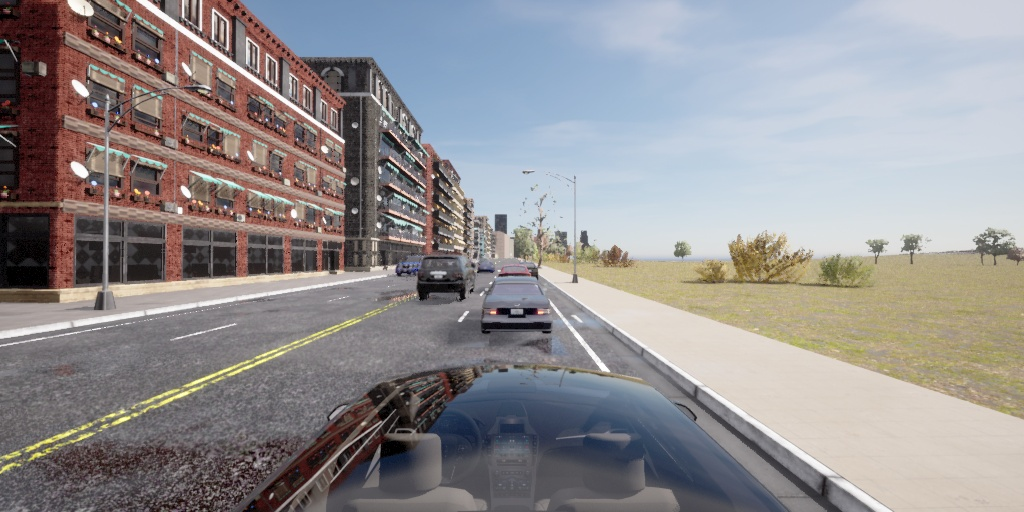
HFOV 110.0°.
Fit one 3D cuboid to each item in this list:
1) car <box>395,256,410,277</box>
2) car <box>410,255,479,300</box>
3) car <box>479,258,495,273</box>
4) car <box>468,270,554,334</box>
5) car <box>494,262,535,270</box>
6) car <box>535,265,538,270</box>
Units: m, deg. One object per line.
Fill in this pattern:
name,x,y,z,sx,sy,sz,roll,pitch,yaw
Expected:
car,-9.773,0.975,35.701,2.150,2.045,5.566,0,0,0
car,-3.115,0.974,17.842,2.150,2.045,5.566,0,0,0
car,-3.053,1.317,43.293,1.994,1.385,4.181,0,0,0
car,0.119,1.299,10.606,2.033,1.411,5.357,0,0,0
car,0.147,1.231,21.146,1.882,1.535,5.008,0,0,0
car,1.204,1.232,30.584,1.882,1.535,5.008,0,0,0
